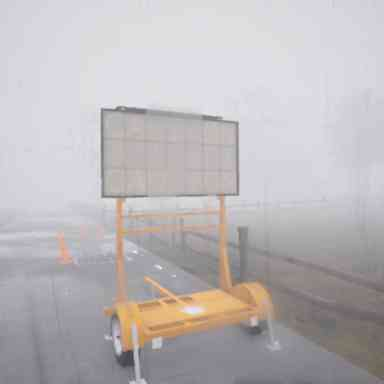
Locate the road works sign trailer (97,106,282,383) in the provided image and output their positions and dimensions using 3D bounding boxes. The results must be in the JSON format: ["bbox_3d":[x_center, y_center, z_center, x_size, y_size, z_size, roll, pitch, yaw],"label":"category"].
[{"bbox_3d":[-0.350,0.481,5.564,2.380,3.560,2.880,-1,0,-26],"label":"road works sign trailer"}]
